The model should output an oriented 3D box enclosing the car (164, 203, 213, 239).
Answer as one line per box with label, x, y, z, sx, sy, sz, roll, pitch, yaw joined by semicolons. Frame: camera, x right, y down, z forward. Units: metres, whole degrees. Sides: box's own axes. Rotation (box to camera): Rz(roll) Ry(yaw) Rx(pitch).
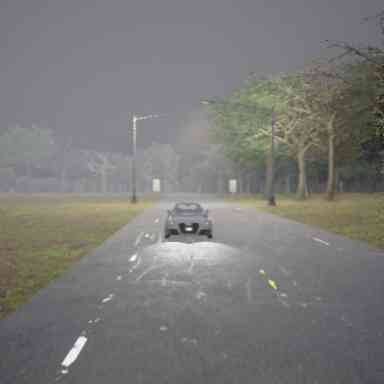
car;-0.188;1.201;14.932;1.994;1.385;4.181;0;1;-2
